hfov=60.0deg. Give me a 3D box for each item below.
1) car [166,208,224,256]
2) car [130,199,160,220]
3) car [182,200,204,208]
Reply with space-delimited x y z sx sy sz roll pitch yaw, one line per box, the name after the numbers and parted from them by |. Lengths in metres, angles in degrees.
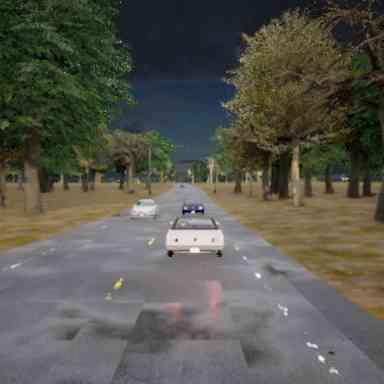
0.097 1.523 12.707 1.895 1.301 4.718 0 1 0 | car
-3.504 1.296 25.632 1.812 1.442 4.674 0 1 0 | car
0.095 1.311 29.221 1.895 1.301 4.718 0 1 0 | car
